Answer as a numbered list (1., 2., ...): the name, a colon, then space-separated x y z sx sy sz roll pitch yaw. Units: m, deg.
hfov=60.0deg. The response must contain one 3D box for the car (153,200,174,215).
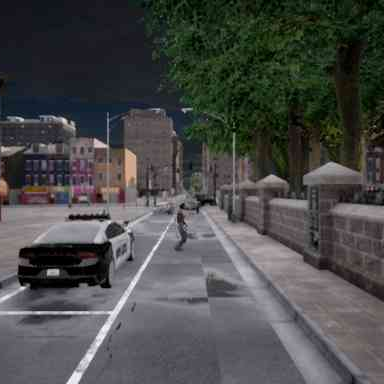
1. car: -2.878 1.552 32.882 1.802 1.307 4.206 0 0 0

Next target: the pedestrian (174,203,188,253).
1. pedestrian: -0.368 1.282 12.316 0.375 1.860 0.375 0 0 0

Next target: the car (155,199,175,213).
1. car: -2.905 1.532 36.544 1.947 1.339 4.313 0 0 0

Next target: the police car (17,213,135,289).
1. police car: -2.818 1.417 9.291 1.930 1.638 5.238 0 0 0

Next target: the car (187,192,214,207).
1. car: 1.234 1.167 47.715 2.150 2.045 5.566 0 0 36

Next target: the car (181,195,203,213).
1. car: -0.184 1.458 36.576 2.128 1.511 4.902 0 0 0
